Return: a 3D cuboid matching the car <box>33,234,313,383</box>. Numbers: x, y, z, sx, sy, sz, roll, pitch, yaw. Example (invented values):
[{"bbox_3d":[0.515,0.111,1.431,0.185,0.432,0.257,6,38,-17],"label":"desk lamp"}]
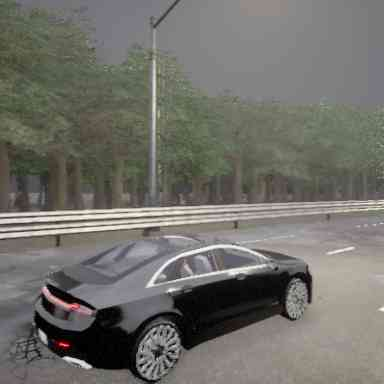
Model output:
[{"bbox_3d":[0.105,1.457,5.449,4.902,1.511,2.128,0,1,-40],"label":"car"}]
